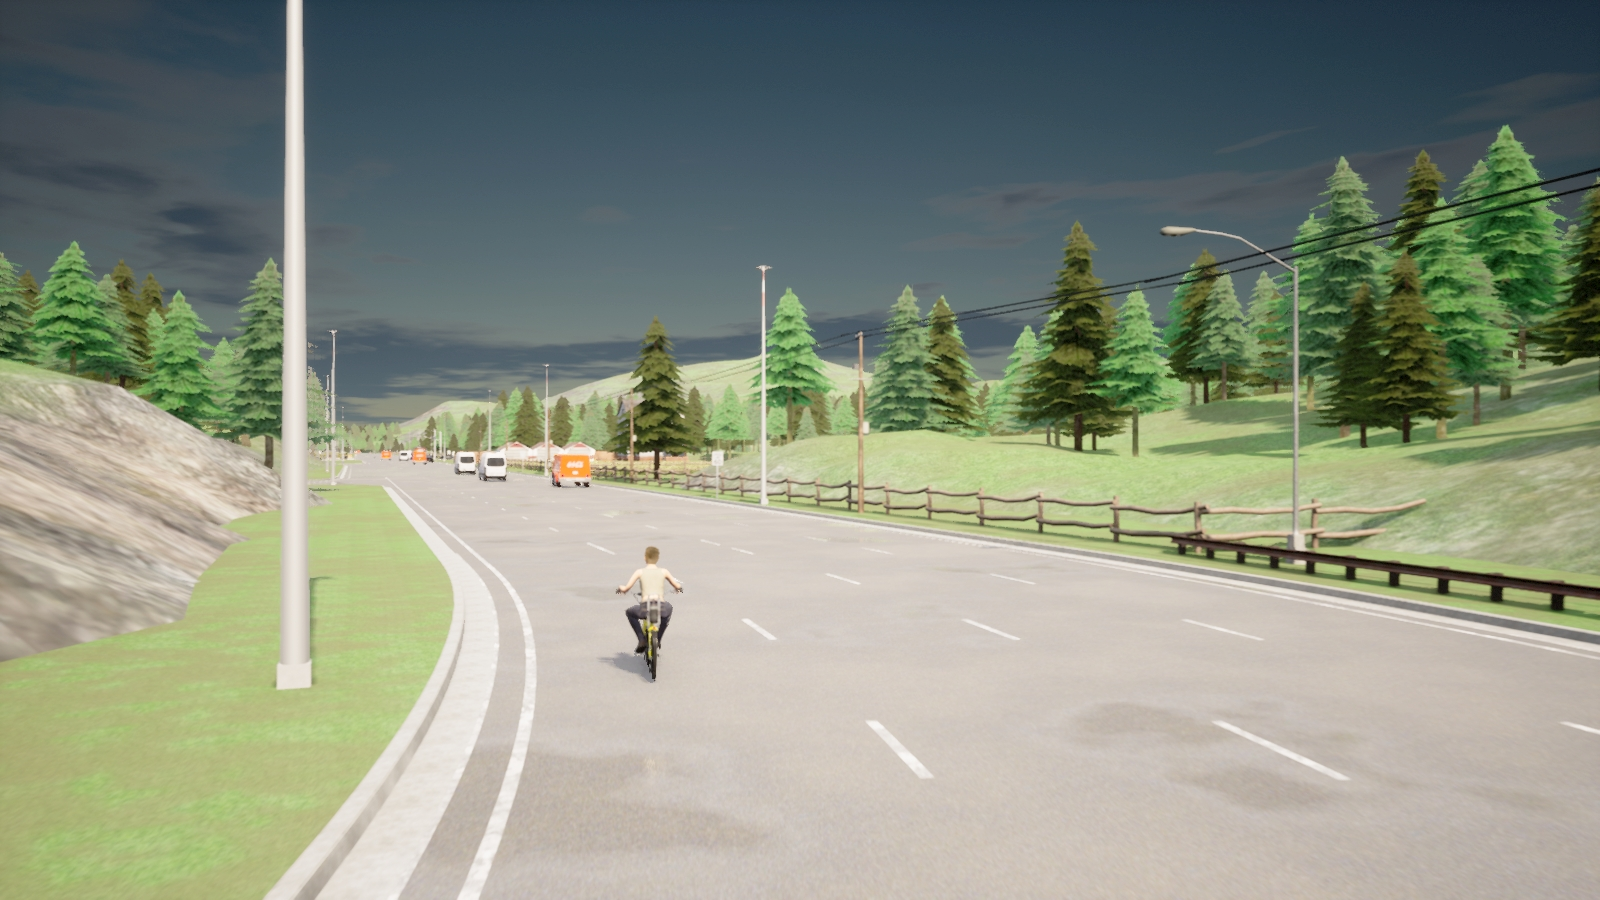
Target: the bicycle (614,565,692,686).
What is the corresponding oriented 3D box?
[{"bbox_3d":[-1.872,2.158,14.342,0.859,1.276,1.487,0,0,-12],"label":"bicycle"}]
